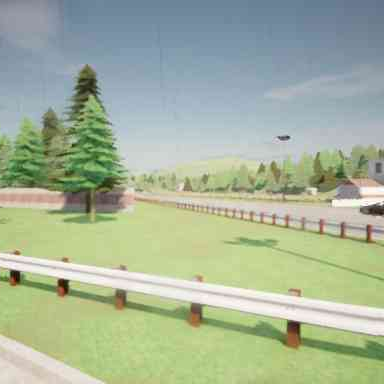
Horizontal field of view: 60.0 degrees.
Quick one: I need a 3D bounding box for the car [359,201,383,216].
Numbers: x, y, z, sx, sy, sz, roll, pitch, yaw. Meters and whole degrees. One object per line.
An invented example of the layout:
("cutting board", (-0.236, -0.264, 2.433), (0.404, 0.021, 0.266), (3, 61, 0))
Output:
("car", (17.431, 1.481, 29.316), (2.033, 1.411, 5.357), (0, 0, -18))
